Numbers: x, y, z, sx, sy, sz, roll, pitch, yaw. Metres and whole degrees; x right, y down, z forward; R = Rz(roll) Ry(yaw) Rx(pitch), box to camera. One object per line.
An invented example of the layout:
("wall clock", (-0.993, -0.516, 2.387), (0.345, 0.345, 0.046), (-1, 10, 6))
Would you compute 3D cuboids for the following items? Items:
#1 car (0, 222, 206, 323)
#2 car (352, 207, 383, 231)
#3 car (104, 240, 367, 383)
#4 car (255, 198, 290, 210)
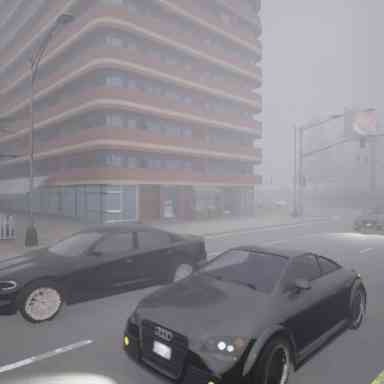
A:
("car", (-1.879, 1.474, 7.416), (5.008, 1.535, 1.882), (0, 0, -40))
("car", (10.908, 1.559, 19.121), (4.181, 1.385, 1.994), (0, 0, -43))
("car", (1.068, 1.559, 5.096), (1.994, 1.385, 4.181), (0, 0, 45))
("car", (10.200, 1.467, 42.421), (1.812, 1.442, 4.674), (0, 1, -44))
